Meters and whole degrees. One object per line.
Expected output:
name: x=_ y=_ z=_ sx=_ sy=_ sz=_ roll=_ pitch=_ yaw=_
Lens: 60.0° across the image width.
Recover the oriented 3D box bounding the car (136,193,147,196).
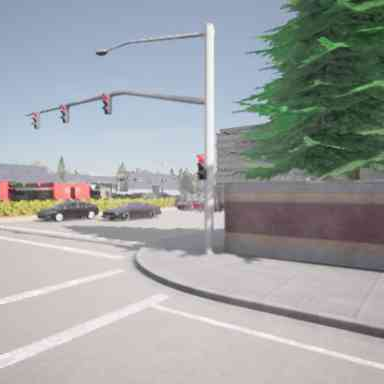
car: x=-12.104 y=1.418 z=86.509 sx=3.806 sy=1.475 sz=1.970 roll=0 pitch=0 yaw=35

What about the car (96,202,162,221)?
car: x=-4.733 y=1.500 z=26.945 sx=2.033 sy=1.411 sz=5.357 roll=0 pitch=0 yaw=35

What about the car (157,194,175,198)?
car: x=-6.347 y=1.170 z=68.476 sx=4.605 sy=1.855 sz=1.932 roll=0 pitch=0 yaw=35

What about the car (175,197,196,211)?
car: x=0.129 y=1.554 z=39.958 sx=1.895 sy=1.301 sz=4.718 roll=0 pitch=0 yaw=35

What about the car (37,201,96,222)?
car: x=-9.613 y=1.458 z=26.089 sx=1.837 sy=1.490 sz=4.892 roll=0 pitch=0 yaw=35

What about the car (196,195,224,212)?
car: x=3.033 y=1.443 z=38.003 sx=2.128 sy=1.511 sz=4.902 roll=0 pitch=0 yaw=35

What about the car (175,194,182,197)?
car: x=-4.831 y=1.381 z=70.691 sx=3.905 sy=1.438 sz=1.784 roll=0 pitch=0 yaw=35

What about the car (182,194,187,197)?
car: x=-3.151 y=1.412 z=73.048 sx=3.806 sy=1.475 sz=1.970 roll=0 pitch=0 yaw=35
